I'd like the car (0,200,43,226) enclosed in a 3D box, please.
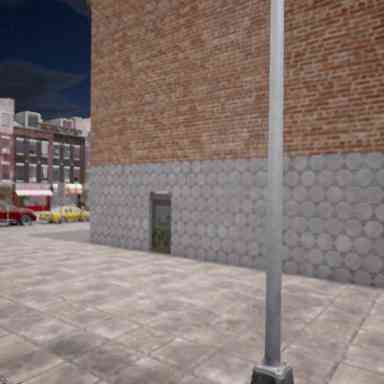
[{"bbox_3d":[-13.210,1.456,22.407,2.192,1.841,5.009,0,-1,36],"label":"car"}]

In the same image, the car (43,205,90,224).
[{"bbox_3d":[-9.863,1.771,27.035,1.752,1.417,4.829,0,-1,36],"label":"car"}]
